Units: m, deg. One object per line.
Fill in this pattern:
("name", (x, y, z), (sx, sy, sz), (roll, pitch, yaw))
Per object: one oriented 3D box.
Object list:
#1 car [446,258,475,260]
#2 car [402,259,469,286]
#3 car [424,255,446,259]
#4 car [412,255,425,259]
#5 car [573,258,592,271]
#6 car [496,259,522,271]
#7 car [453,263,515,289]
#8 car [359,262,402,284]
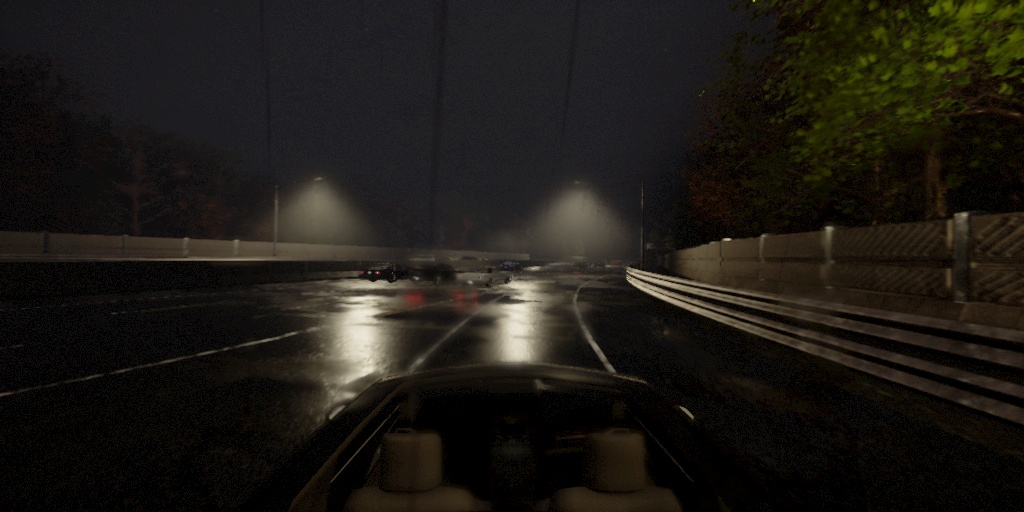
("car", (-8.073, 1.306, 55.837), (1.895, 1.301, 4.718), (1, 0, 21))
("car", (-4.998, 1.161, 24.336), (1.837, 1.490, 4.892), (1, 0, 21))
("car", (-11.330, 1.003, 57.112), (2.097, 1.767, 4.553), (1, 0, 21))
("car", (-14.694, 0.814, 58.070), (2.150, 2.045, 5.566), (1, 0, 21))
("car", (10.767, 1.553, 56.086), (1.837, 1.490, 4.892), (1, 0, 21))
("car", (-0.090, 1.384, 47.206), (1.994, 1.385, 4.181), (1, 0, 21))
("car", (-1.663, 1.311, 23.242), (1.895, 1.301, 4.718), (1, 0, 21))
("car", (-8.315, 1.143, 25.464), (2.033, 1.411, 5.357), (1, 0, 21))
